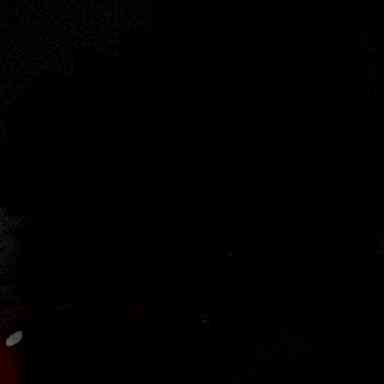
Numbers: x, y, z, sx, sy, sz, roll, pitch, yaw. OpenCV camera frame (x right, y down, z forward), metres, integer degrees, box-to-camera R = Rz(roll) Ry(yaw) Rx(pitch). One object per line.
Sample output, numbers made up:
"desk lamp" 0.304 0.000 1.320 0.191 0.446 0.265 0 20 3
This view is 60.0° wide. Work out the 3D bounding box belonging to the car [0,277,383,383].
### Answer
"car" -0.555 1.548 3.205 4.507 1.381 1.887 0 0 35
